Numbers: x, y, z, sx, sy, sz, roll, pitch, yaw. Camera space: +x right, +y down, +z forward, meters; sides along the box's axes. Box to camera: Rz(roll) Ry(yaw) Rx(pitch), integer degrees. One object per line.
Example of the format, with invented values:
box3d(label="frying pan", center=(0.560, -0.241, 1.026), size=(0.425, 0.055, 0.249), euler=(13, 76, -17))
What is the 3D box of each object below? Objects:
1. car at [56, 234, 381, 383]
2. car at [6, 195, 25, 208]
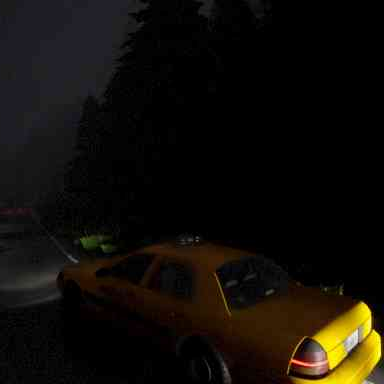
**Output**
box3d(label="car", center=(-0.253, 1.418, 5.068), size=(5.366, 1.575, 1.801), euler=(1, 1, 44))
box3d(label="car", center=(-21.203, 1.058, 40.007), size=(2.128, 1.511, 4.902), euler=(-2, 2, -27))
